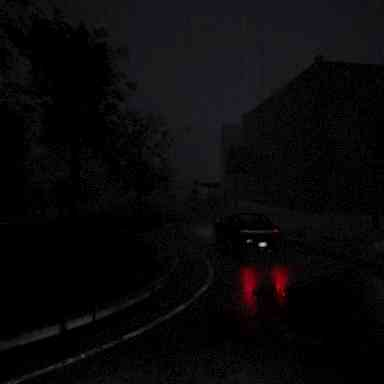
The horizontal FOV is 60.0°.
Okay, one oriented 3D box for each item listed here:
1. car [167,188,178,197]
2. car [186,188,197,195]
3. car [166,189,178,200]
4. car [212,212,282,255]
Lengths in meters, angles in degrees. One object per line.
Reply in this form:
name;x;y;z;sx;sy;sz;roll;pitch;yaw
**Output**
car;-4.055;0.089;69.115;2.097;1.767;4.553;0;1;0
car;-0.611;0.102;88.048;2.097;1.535;5.008;0;1;3
car;-3.709;0.628;58.815;2.033;1.411;5.357;1;1;-2
car;2.100;1.590;13.820;2.128;1.511;4.902;1;0;-8
